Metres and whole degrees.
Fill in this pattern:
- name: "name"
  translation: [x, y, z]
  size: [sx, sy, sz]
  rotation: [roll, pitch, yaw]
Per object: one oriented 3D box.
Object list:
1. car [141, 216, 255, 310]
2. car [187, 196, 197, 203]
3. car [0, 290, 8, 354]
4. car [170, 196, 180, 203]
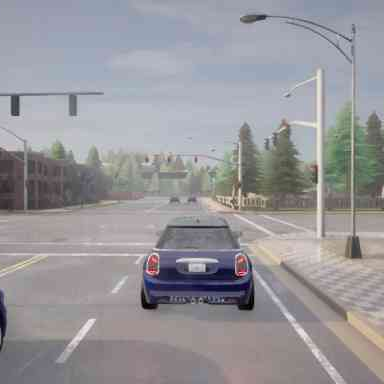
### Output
- name: "car"
  translation: [0.158, 1.352, 7.976]
  size: [2.097, 1.767, 4.553]
  rotation: [0, 0, 2]
- name: "car"
  translation: [0.037, 1.505, 68.264]
  size: [1.837, 1.490, 4.892]
  rotation: [0, 0, 0]
- name: "car"
  translation: [-3.441, 1.478, 2.522]
  size: [1.882, 1.535, 5.008]
  rotation: [0, 0, 0]
- name: "car"
  translation: [-3.463, 1.505, 68.266]
  size: [1.837, 1.490, 4.892]
  rotation: [0, 0, 0]
